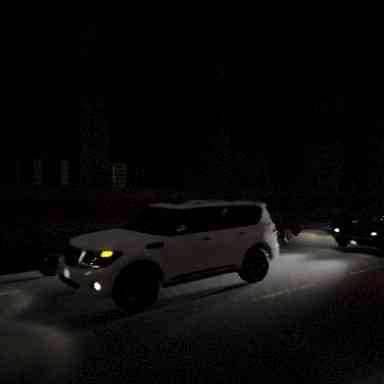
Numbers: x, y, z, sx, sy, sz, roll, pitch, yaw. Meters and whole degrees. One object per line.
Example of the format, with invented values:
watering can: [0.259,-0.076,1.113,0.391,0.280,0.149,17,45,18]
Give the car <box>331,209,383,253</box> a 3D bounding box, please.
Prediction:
car: [7.948,1.608,13.928,4.718,1.301,1.895,0,0,-35]

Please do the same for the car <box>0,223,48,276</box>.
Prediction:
car: [-5.304,1.548,8.794,5.357,1.411,2.033,0,0,-35]

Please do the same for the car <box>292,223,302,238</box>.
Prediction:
car: [2.570,1.606,14.404,4.718,1.301,1.895,0,0,-35]

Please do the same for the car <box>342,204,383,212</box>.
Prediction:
car: [10.326,1.488,19.900,5.008,1.535,1.882,0,0,-35]

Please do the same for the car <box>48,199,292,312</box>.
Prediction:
car: [-0.230,1.224,8.123,5.566,2.045,2.150,0,0,-38]
